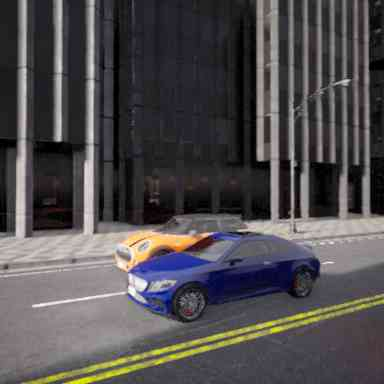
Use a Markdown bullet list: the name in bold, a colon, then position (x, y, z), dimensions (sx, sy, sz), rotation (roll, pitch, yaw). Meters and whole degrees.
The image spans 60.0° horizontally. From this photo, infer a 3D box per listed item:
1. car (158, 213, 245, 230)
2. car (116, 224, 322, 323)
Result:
- **car**: position (-0.070, 1.512, 10.665), dimensions (4.553, 1.767, 2.097), rotation (1, -1, -30)
- **car**: position (0.890, 1.639, 7.469), dimensions (4.674, 1.442, 1.812), rotation (1, -1, -30)
